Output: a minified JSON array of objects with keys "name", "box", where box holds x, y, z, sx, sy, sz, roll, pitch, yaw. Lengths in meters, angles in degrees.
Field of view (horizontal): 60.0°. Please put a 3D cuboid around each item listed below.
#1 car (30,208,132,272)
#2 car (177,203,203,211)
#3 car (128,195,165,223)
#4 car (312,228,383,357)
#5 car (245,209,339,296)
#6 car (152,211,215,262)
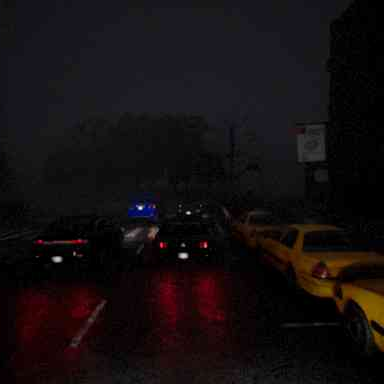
[{"name":"car","box":[-3.531,1.520,10.995,2.128,1.511,4.902,-1,0,-2]},{"name":"car","box":[-0.126,1.541,27.218,1.994,1.385,4.181,0,0,4]},{"name":"car","box":[-3.475,1.223,25.982,2.150,2.045,5.566,0,0,3]},{"name":"car","box":[3.172,1.444,3.039,1.946,1.575,5.366,-1,0,-2]},{"name":"car","box":[2.961,1.443,8.560,1.946,1.575,5.366,-1,0,-2]},{"name":"car","box":[-0.305,1.597,12.082,1.895,1.301,4.718,-1,0,-1]}]
